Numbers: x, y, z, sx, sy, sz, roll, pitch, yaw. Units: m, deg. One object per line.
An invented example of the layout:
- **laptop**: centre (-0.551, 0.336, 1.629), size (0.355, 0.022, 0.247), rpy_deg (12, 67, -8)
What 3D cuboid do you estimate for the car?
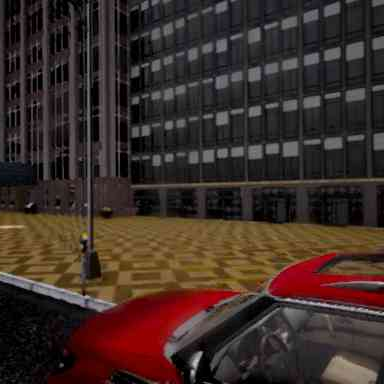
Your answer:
- **car**: centre (1.217, 1.315, 2.013), size (5.009, 1.841, 2.192), rpy_deg (0, 0, 36)
